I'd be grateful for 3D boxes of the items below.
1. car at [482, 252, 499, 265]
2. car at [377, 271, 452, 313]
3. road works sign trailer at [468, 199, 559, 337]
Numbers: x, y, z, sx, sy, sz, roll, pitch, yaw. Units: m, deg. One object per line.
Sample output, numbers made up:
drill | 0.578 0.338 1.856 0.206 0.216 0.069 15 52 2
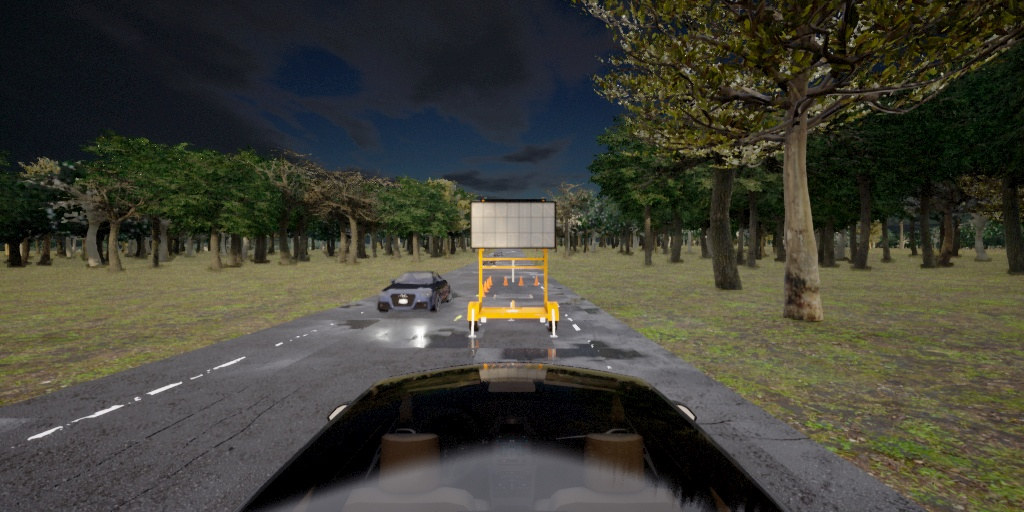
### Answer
car | -3.413 0.596 53.674 1.837 1.490 4.892 0 2 0
car | -3.554 1.279 13.695 1.994 1.385 4.181 0 0 0
road works sign trailer | 0.034 0.198 10.187 2.380 3.560 2.880 0 0 0
